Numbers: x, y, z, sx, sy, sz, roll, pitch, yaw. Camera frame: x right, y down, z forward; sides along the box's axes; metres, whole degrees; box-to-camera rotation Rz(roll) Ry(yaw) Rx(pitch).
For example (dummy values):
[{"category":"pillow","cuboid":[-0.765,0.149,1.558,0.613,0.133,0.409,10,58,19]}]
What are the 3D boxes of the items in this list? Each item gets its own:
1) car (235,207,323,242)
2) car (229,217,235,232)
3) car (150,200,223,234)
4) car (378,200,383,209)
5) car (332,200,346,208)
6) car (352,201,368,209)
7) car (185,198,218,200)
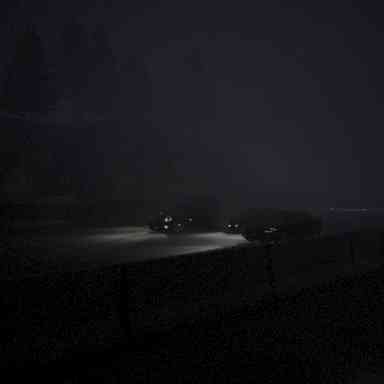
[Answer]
[{"category":"car","cuboid":[4.674,1.659,16.708,5.008,1.535,1.882,0,-1,-41]},{"category":"car","cuboid":[4.385,1.743,21.104,4.892,1.490,1.837,1,-1,-42]},{"category":"car","cuboid":[-0.478,1.624,21.526,4.553,1.767,2.097,0,-1,-41]},{"category":"car","cuboid":[30.741,1.963,52.719,1.837,1.490,4.892,0,-1,32]},{"category":"car","cuboid":[25.744,2.074,57.969,1.812,1.442,4.674,-1,-1,31]},{"category":"car","cuboid":[26.999,2.062,53.328,1.994,1.385,4.181,-1,-1,33]},{"category":"car","cuboid":[0.049,1.549,26.584,5.566,2.045,2.150,0,-1,-42]}]
